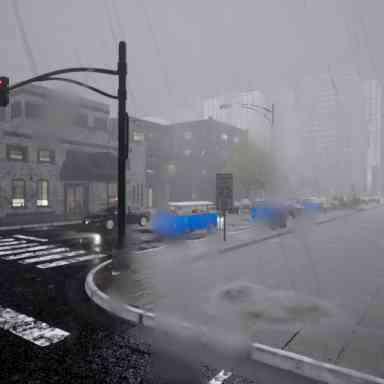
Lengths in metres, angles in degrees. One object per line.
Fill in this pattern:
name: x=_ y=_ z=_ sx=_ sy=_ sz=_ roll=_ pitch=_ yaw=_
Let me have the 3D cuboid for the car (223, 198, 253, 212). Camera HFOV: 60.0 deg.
car: x=5.677 y=1.507 z=40.570 sx=1.967 sy=1.590 sz=4.097 roll=0 pitch=0 yaw=35

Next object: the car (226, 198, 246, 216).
car: x=3.208 y=1.560 z=32.521 sx=1.837 sy=1.490 sz=4.892 roll=1 pitch=2 yaw=35

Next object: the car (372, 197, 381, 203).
car: x=44.196 y=1.900 z=80.984 sx=1.947 sy=1.339 sz=4.313 roll=0 pitch=0 yaw=35

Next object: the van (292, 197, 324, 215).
van: x=12.531 y=1.469 z=35.749 sx=1.690 sy=1.788 sz=3.998 roll=0 pitch=0 yaw=35

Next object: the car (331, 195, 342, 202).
car: x=37.341 y=1.713 z=85.805 sx=1.967 sy=1.590 sz=4.097 roll=0 pitch=0 yaw=35

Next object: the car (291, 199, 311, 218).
car: x=9.363 y=1.656 z=31.225 sx=1.887 sy=1.381 sz=4.507 roll=0 pitch=0 yaw=35

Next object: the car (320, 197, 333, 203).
car: x=31.007 y=1.792 z=76.758 sx=1.947 sy=1.339 sz=4.313 roll=0 pitch=0 yaw=35

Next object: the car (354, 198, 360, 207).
car: x=25.198 y=1.517 z=53.844 sx=2.192 sy=1.841 sz=5.009 roll=0 pitch=0 yaw=35

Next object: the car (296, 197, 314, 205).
car: x=21.508 y=1.706 z=63.187 sx=1.887 sy=1.381 sz=4.507 roll=0 pitch=0 yaw=35

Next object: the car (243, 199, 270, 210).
car: x=8.842 y=1.629 z=45.094 sx=1.887 sy=1.381 sz=4.507 roll=0 pitch=0 yaw=35

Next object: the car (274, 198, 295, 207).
car: x=15.175 y=1.666 z=54.140 sx=1.887 sy=1.381 sz=4.507 roll=0 pitch=0 yaw=35

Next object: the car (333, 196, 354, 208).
car: x=22.032 y=1.497 z=49.320 sx=2.192 sy=1.841 sz=5.009 roll=0 pitch=0 yaw=35

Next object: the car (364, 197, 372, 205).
car: x=34.696 y=1.810 z=67.414 sx=1.887 sy=1.381 sz=4.507 roll=0 pitch=0 yaw=35

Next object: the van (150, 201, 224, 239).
van: x=-0.135 y=1.407 z=17.655 sx=1.690 sy=1.788 sz=3.998 roll=0 pitch=0 yaw=35

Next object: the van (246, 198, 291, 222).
van: x=6.198 y=1.436 z=26.702 sx=1.690 sy=1.788 sz=3.998 roll=0 pitch=0 yaw=35

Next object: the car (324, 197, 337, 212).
car: x=15.795 y=1.671 z=40.412 sx=1.752 sy=1.417 sz=4.829 roll=0 pitch=0 yaw=35

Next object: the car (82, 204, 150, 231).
car: x=-4.699 y=1.529 z=21.230 sx=1.837 sy=1.490 sz=4.892 roll=1 pitch=0 yaw=35

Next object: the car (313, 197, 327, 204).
car: x=27.744 y=1.729 z=72.095 sx=1.752 sy=1.417 sz=4.829 roll=0 pitch=0 yaw=35

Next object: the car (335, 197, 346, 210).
car: x=18.863 y=1.729 z=44.796 sx=1.947 sy=1.339 sz=4.313 roll=0 pitch=0 yaw=35

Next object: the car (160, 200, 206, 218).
car: x=-0.755 y=1.558 z=31.383 sx=1.752 sy=1.417 sz=4.829 roll=0 pitch=0 yaw=35

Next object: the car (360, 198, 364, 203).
car: x=28.461 y=1.748 z=58.506 sx=1.752 sy=1.417 sz=4.829 roll=0 pitch=0 yaw=35
